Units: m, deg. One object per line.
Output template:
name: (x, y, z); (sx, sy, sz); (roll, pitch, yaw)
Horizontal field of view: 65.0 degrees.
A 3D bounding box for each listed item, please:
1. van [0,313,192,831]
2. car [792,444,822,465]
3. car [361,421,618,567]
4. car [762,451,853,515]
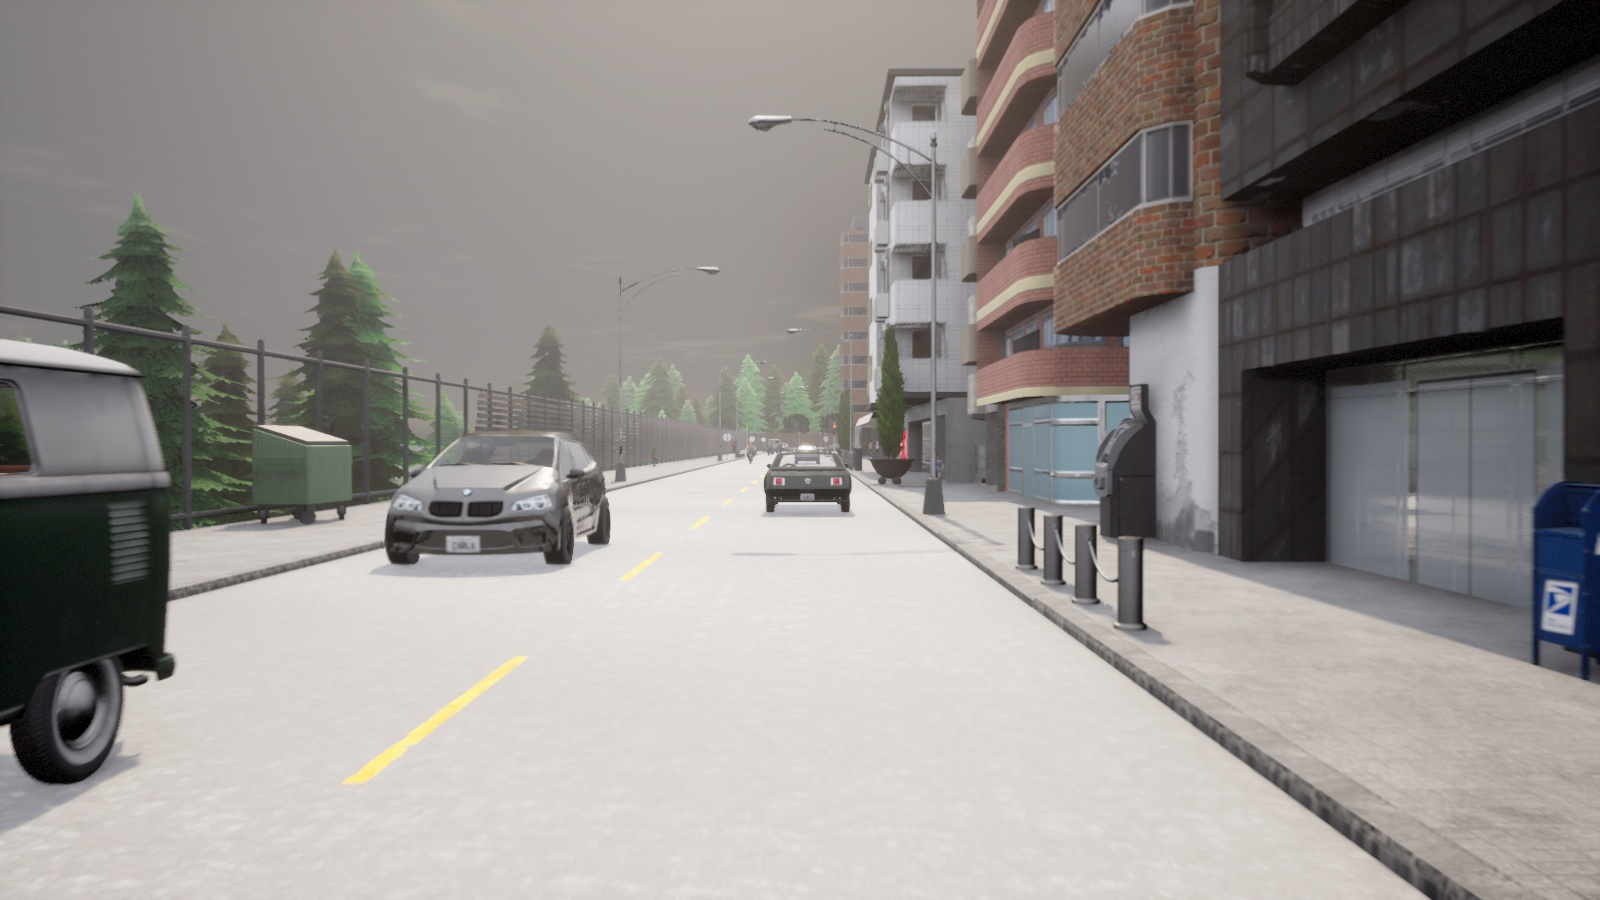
van: (-3.960, 0.473, 4.096); (1.775, 1.987, 4.442); (0, 0, 0)
car: (0.511, 0.290, 89.394); (2.033, 1.411, 5.357); (0, 0, 0)
car: (-3.890, 0.494, 16.683); (2.242, 1.667, 4.611); (0, 0, 0)
car: (0.173, 0.687, 28.486); (1.895, 1.301, 4.718); (0, 0, 0)
